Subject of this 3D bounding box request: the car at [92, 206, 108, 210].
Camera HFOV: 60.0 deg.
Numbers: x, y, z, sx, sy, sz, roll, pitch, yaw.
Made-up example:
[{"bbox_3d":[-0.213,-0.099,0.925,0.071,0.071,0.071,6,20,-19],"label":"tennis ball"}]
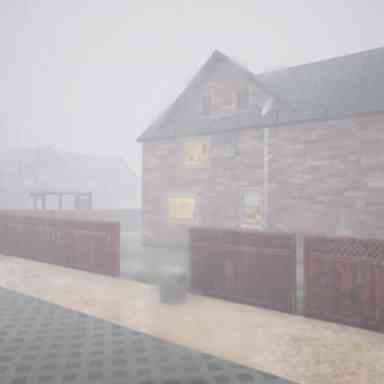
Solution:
[{"bbox_3d":[-9.598,2.094,32.367,2.033,1.411,5.357,0,-1,36],"label":"car"}]
